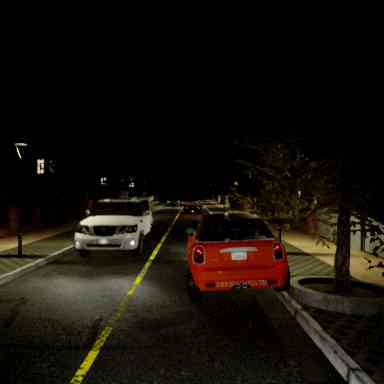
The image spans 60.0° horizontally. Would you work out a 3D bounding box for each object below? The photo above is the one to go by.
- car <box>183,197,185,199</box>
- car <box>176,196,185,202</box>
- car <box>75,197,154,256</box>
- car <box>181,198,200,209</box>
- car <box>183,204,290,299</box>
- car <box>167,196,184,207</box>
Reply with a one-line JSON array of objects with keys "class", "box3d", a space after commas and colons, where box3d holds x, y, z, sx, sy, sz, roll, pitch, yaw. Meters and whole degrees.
[{"class": "car", "box3d": [0.051, 1.613, 45.559, 1.812, 1.442, 4.674, 0, 0, 1]}, {"class": "car", "box3d": [-2.756, 1.739, 83.739, 2.128, 1.511, 4.902, 0, 0, 0]}, {"class": "car", "box3d": [-2.852, 1.239, 13.466, 2.150, 2.045, 5.566, 0, 0, 0]}, {"class": "car", "box3d": [0.070, 1.662, 35.857, 1.895, 1.301, 4.718, 0, 0, 0]}, {"class": "car", "box3d": [0.921, 1.311, 8.642, 2.097, 1.767, 4.553, -3, -1, 0]}, {"class": "car", "box3d": [-2.754, 1.459, 51.739, 2.097, 1.767, 4.553, 0, 0, 0]}]
